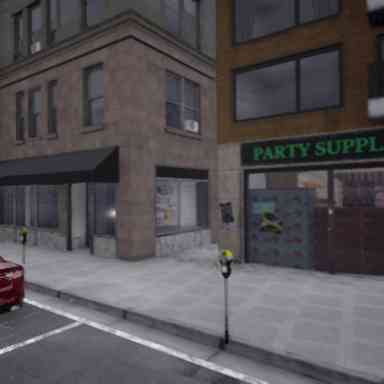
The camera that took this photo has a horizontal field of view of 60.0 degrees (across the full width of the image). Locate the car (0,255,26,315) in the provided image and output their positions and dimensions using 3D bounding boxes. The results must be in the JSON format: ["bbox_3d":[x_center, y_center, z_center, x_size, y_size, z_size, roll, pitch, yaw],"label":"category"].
[{"bbox_3d":[-5.022,1.565,6.437,4.507,1.381,1.887,0,-1,35],"label":"car"}]
